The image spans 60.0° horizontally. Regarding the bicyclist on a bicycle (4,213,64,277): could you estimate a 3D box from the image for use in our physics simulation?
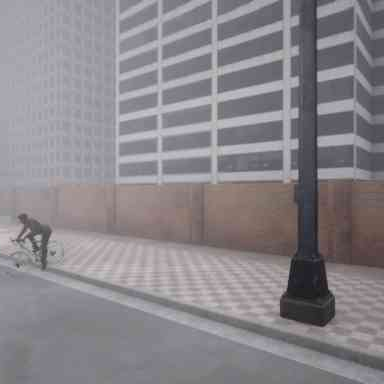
[{"bbox_3d":[-4.301,1.358,9.016,0.582,1.620,1.656,0,9,39],"label":"bicyclist on a bicycle"}]
